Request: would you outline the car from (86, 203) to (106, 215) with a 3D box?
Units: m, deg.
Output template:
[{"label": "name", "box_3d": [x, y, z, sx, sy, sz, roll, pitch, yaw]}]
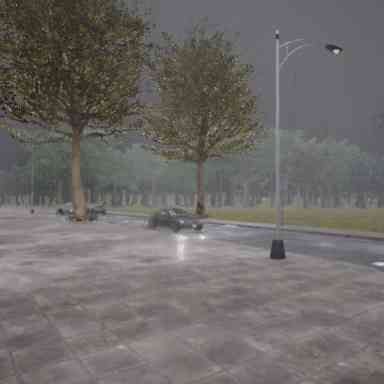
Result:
[{"label": "car", "box_3d": [-12.614, 2.179, 42.660, 2.128, 1.511, 4.902, 0, -1, -35]}]

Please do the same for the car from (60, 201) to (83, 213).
[{"label": "car", "box_3d": [-18.401, 2.246, 50.747, 2.097, 1.767, 4.553, 0, -1, -35]}]

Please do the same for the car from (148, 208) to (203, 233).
[{"label": "car", "box_3d": [-1.204, 1.759, 21.488, 1.812, 1.442, 4.674, 0, -1, -35]}]

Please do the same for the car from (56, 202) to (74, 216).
[{"label": "car", "box_3d": [-15.950, 2.221, 42.478, 2.128, 1.511, 4.902, 0, -1, -35]}]
